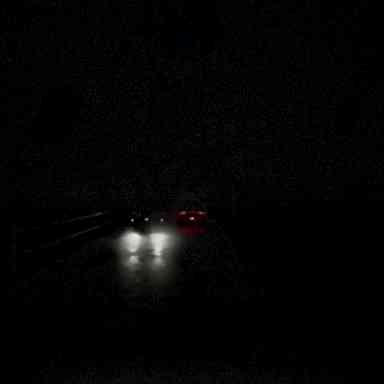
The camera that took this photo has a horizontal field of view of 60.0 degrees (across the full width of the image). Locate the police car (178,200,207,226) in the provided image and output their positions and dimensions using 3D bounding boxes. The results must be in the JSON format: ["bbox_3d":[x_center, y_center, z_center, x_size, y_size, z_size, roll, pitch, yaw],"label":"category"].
[{"bbox_3d":[0.028,1.574,24.039,2.038,1.542,4.974,0,0,1],"label":"police car"}]

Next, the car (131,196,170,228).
[{"bbox_3d":[-2.747,1.307,22.957,2.150,2.045,5.566,0,0,0],"label":"car"}]

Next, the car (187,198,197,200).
[{"bbox_3d":[0.009,1.621,47.845,2.163,1.488,4.792,0,0,0],"label":"car"}]
